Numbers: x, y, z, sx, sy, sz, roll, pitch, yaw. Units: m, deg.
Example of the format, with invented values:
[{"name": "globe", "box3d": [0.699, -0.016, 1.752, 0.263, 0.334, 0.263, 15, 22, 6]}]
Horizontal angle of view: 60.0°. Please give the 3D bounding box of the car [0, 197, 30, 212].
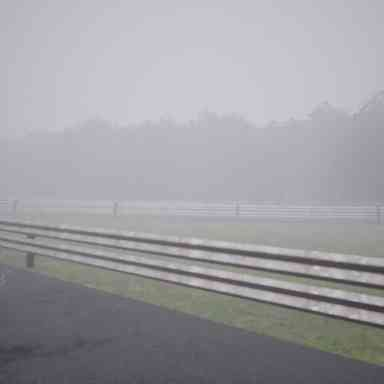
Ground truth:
[{"name": "car", "box3d": [-20.554, 1.363, 36.798, 5.366, 1.575, 1.801, 1, 0, 18]}]
